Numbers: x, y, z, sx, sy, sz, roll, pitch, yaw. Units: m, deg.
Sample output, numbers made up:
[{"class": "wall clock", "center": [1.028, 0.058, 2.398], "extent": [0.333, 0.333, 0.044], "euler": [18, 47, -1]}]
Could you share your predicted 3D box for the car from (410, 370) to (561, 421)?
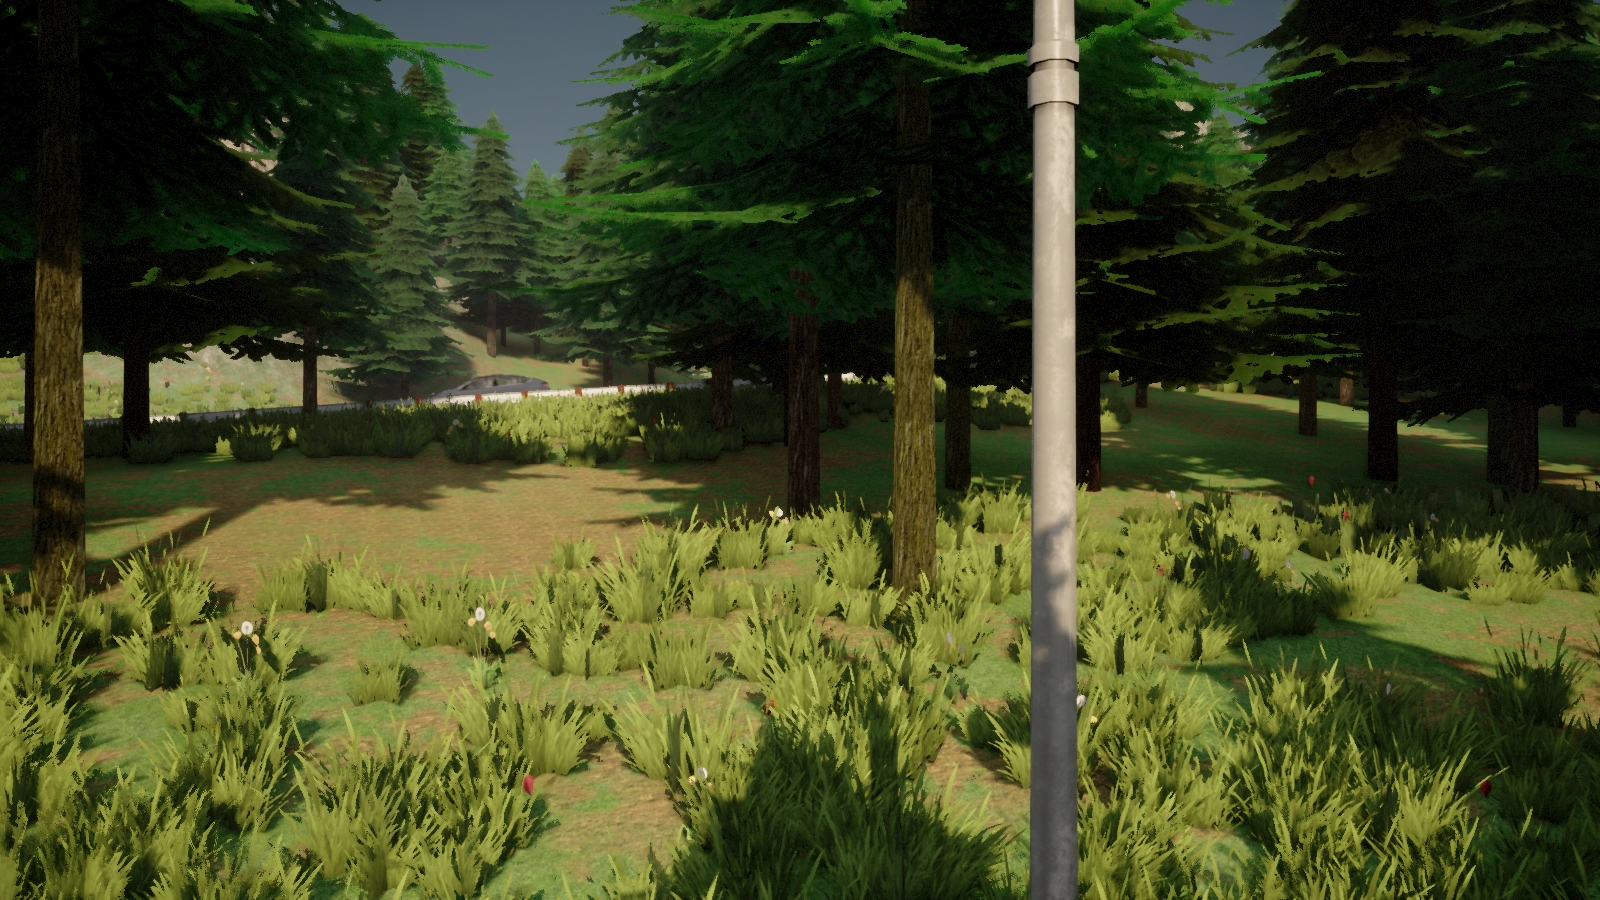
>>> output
[{"class": "car", "center": [-11.308, -1.963, 41.116], "extent": [4.792, 1.488, 2.163], "euler": [-5, 2, -27]}]
